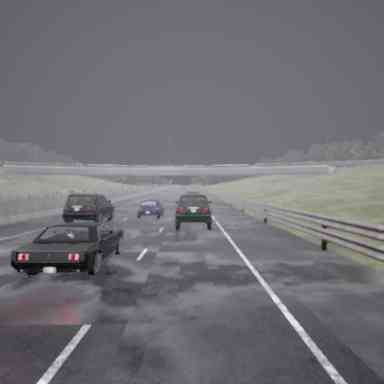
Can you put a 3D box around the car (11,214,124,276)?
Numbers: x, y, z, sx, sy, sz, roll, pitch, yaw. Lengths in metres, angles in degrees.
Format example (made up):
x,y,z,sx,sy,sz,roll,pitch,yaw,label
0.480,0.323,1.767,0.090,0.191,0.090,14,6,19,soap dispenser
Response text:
x,y,z,sx,sy,sz,roll,pitch,yaw,label
-3.406,1.570,10.188,1.895,1.301,4.718,0,0,0,car

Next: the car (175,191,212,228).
x,y,z,sx,sy,sz,roll,pitch,yaw,label
0.087,1.130,21.274,2.150,2.045,5.566,0,0,0,car

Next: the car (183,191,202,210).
x,y,z,sx,sy,sz,roll,pitch,yaw,label
0.078,0.906,40.113,2.150,2.045,5.566,0,1,0,car

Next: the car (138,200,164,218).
x,y,z,sx,sy,sz,roll,pitch,yaw,label
-3.415,1.386,27.947,1.812,1.442,4.674,0,0,0,car

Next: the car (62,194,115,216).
x,y,z,sx,sy,sz,roll,pitch,yaw,label
-6.901,1.122,22.676,2.150,2.045,5.566,0,0,0,car
